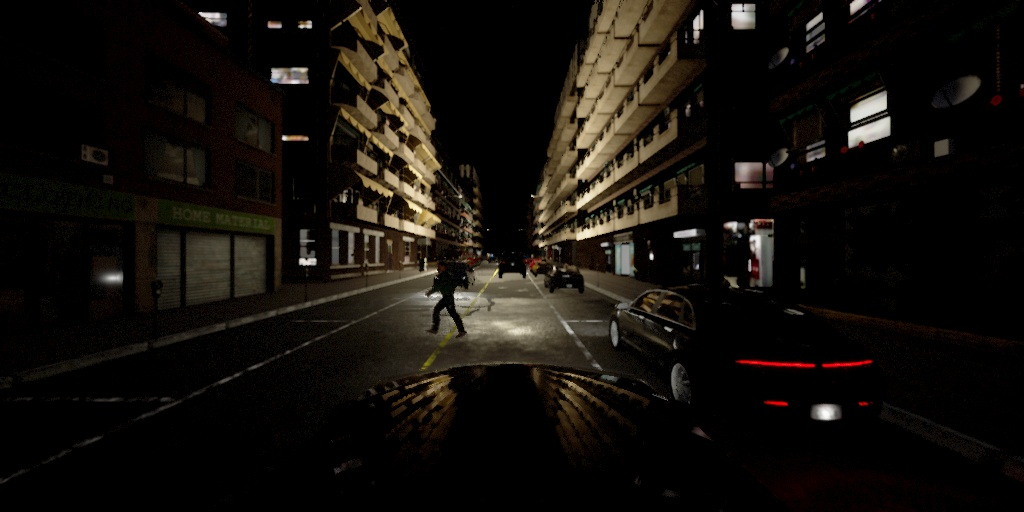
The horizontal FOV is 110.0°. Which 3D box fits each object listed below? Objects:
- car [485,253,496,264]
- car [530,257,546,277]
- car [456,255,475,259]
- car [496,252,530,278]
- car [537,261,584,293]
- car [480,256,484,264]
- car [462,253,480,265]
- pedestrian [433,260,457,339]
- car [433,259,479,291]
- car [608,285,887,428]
[{"bbox_3d":[-3.165,0.682,64.393,2.033,1.411,5.357,0,1,0],"label":"car"},{"bbox_3d":[2.617,0.973,30.103,1.751,1.417,4.829,0,0,0],"label":"car"},{"bbox_3d":[-5.793,0.893,41.093,1.948,1.339,4.313,0,0,0],"label":"car"},{"bbox_3d":[0.013,0.675,29.413,2.150,2.045,5.566,0,1,-1],"label":"car"},{"bbox_3d":[2.647,1.117,18.792,2.007,1.370,4.403,0,0,0],"label":"car"},{"bbox_3d":[-5.822,0.523,52.235,2.192,1.841,5.009,0,0,0],"label":"car"},{"bbox_3d":[-5.807,0.583,46.663,2.192,1.841,5.009,0,0,0],"label":"car"},{"bbox_3d":[-1.570,0.972,8.384,0.375,1.860,0.375,1,0,-5],"label":"pedestrian"},{"bbox_3d":[-3.155,1.076,20.284,1.812,1.442,4.674,0,1,0],"label":"car"},{"bbox_3d":[2.990,1.211,5.838,1.837,1.490,4.892,0,1,0],"label":"car"}]
